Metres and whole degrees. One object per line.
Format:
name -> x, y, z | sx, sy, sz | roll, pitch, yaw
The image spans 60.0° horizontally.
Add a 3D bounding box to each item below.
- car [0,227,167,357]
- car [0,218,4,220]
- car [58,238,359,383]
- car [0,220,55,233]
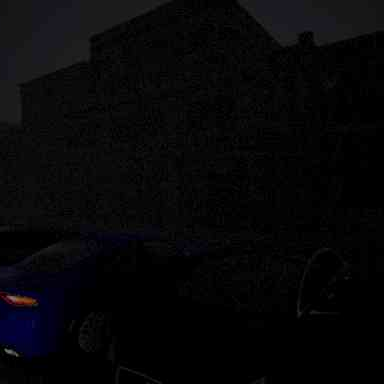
car -> -1.244, 1.481, 6.238 | 2.097, 1.535, 5.008 | 0, 0, 36
car -> -5.869, 1.488, 9.539 | 2.231, 1.521, 4.892 | 0, 0, 36
car -> 1.025, 1.481, 4.632 | 2.231, 1.521, 4.892 | 0, 0, 36
car -> -3.588, 1.513, 7.954 | 2.163, 1.488, 4.792 | 0, 0, 36
